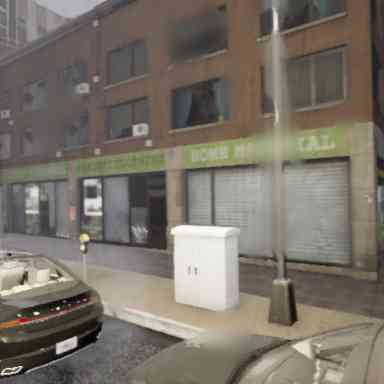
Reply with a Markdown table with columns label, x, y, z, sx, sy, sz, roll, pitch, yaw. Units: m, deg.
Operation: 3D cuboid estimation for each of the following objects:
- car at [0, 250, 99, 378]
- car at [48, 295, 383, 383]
| label | x | y | z | sx | sy | sz | roll | pitch | yaw |
| --- | --- | --- | --- | --- | --- | --- | --- | --- | --- |
| car | -3.257 | 1.597 | 5.217 | 4.403 | 1.369 | 2.008 | -1 | -1 | 36 |
| car | 1.357 | 1.550 | 1.921 | 4.403 | 1.369 | 2.008 | -1 | -1 | 36 |
